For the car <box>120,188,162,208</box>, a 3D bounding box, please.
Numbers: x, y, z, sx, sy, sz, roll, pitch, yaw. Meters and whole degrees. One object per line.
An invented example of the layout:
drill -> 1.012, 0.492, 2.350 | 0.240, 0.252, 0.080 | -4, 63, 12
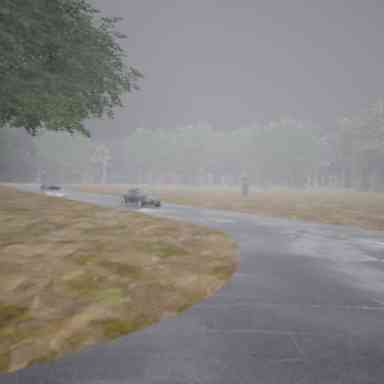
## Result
car -> -4.404, 0.475, 28.417 | 1.837, 1.490, 4.892 | 3, 1, -39

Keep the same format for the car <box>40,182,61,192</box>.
car -> -20.893, -0.779, 49.105 | 1.895, 1.301, 4.718 | 3, 1, -38
